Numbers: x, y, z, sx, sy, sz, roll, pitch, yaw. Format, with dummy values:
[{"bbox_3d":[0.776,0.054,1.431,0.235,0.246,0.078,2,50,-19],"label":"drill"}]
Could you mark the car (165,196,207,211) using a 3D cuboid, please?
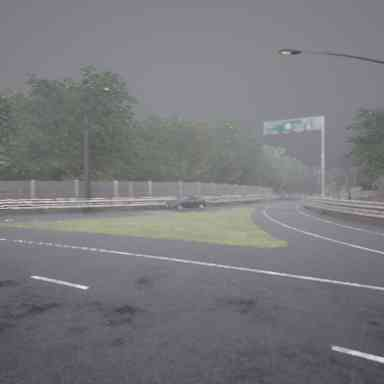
[{"bbox_3d":[-0.631,1.173,34.950,4.892,1.490,1.837,0,1,-41],"label":"car"}]
